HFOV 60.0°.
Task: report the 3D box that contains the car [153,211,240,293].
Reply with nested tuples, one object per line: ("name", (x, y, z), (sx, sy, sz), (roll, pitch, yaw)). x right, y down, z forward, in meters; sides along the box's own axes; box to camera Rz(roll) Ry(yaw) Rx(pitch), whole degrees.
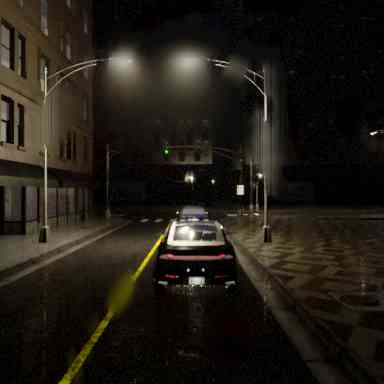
("car", (0.093, 1.500, 8.851), (2.128, 1.511, 4.902), (0, 0, 0))

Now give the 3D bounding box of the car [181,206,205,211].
("car", (0.044, 1.565, 20.346), (2.033, 1.411, 5.357), (0, 0, -2))
